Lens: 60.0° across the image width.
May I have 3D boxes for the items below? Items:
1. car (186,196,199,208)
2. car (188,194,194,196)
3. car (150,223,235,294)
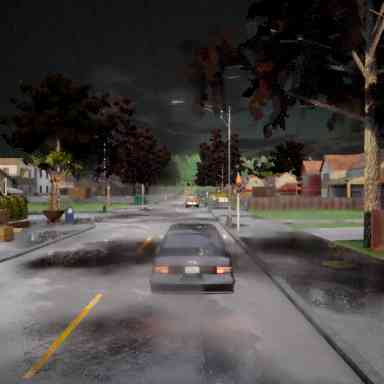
[{"bbox_3d":[0.016,1.600,49.291,1.895,1.301,4.718,0,0,0],"label":"car"},{"bbox_3d":[-0.178,1.355,78.635,2.097,1.767,4.553,0,0,0],"label":"car"},{"bbox_3d":[0.022,1.547,8.914,2.033,1.411,5.357,0,0,0],"label":"car"}]
